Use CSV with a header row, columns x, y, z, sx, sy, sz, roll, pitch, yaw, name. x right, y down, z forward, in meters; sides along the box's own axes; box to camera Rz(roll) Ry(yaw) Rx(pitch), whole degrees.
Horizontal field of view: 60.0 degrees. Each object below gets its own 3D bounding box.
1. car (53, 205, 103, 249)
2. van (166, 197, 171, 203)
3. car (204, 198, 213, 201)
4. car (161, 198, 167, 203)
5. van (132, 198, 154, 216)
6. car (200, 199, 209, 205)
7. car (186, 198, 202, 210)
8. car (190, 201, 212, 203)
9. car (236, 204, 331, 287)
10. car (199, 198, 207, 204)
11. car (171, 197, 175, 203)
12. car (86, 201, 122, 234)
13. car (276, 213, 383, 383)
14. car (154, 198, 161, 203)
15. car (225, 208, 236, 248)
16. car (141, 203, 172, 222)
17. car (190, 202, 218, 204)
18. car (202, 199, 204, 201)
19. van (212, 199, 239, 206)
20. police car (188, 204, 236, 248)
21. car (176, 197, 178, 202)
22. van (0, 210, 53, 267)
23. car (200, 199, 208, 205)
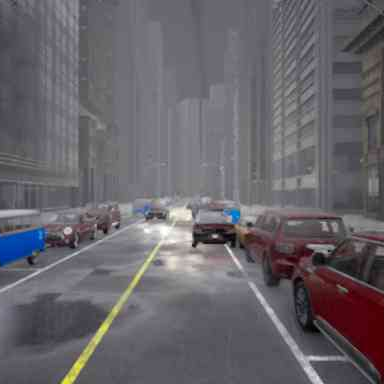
x,y,z,sx,sy,sz,roll,pitch,yaw,name
-5.742,1.590,15.156,1.967,1.590,4.097,0,-1,0,car
-5.675,1.994,65.640,1.690,1.788,3.998,0,-1,0,van
2.813,1.687,37.594,2.192,1.841,5.009,0,-1,0,car
-5.690,2.091,54.420,2.008,1.369,4.403,0,-1,0,car
-5.712,1.713,37.594,1.690,1.788,3.998,0,-1,0,van
2.865,2.332,76.853,1.947,1.339,4.313,0,-1,0,car
0.068,2.057,51.385,2.033,1.411,5.357,0,-1,0,car
0.942,1.840,31.720,1.812,1.442,4.674,0,-1,0,car
2.776,1.410,9.550,2.192,1.841,5.009,0,-1,0,car
2.879,2.408,88.242,1.752,1.417,4.829,0,-1,0,car
-5.660,2.207,76.858,1.967,1.590,4.097,0,-1,0,car
-5.734,1.520,20.767,2.192,1.841,5.009,0,-1,0,car
2.769,1.355,3.940,2.192,1.841,5.009,0,-1,0,car
-5.705,1.743,43.204,2.192,1.841,5.009,0,-1,0,car
2.784,1.677,15.327,1.752,1.417,4.829,0,-1,0,car
-3.059,1.896,29.883,1.895,1.301,4.718,0,-1,0,car
0.934,1.780,25.720,1.812,1.442,4.674,0,-1,0,car
2.828,2.028,48.809,1.887,1.381,4.507,0,-1,0,car
2.798,1.601,26.376,1.690,1.788,3.998,0,-1,0,van
0.921,1.582,15.831,1.930,1.638,5.238,0,-1,0,police car
-5.639,2.465,93.514,1.752,1.417,4.829,0,-1,0,car
-5.749,1.436,9.548,1.690,1.788,3.998,0,-1,0,van
2.872,2.350,82.633,1.752,1.417,4.829,0,-1,0,car
